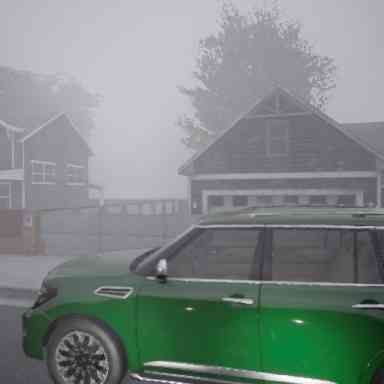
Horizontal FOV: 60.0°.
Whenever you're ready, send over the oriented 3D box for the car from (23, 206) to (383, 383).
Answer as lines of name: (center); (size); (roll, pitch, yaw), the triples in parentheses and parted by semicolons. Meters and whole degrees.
car: (0.786, 1.209, 4.097); (5.566, 2.045, 2.150); (0, 1, 14)
